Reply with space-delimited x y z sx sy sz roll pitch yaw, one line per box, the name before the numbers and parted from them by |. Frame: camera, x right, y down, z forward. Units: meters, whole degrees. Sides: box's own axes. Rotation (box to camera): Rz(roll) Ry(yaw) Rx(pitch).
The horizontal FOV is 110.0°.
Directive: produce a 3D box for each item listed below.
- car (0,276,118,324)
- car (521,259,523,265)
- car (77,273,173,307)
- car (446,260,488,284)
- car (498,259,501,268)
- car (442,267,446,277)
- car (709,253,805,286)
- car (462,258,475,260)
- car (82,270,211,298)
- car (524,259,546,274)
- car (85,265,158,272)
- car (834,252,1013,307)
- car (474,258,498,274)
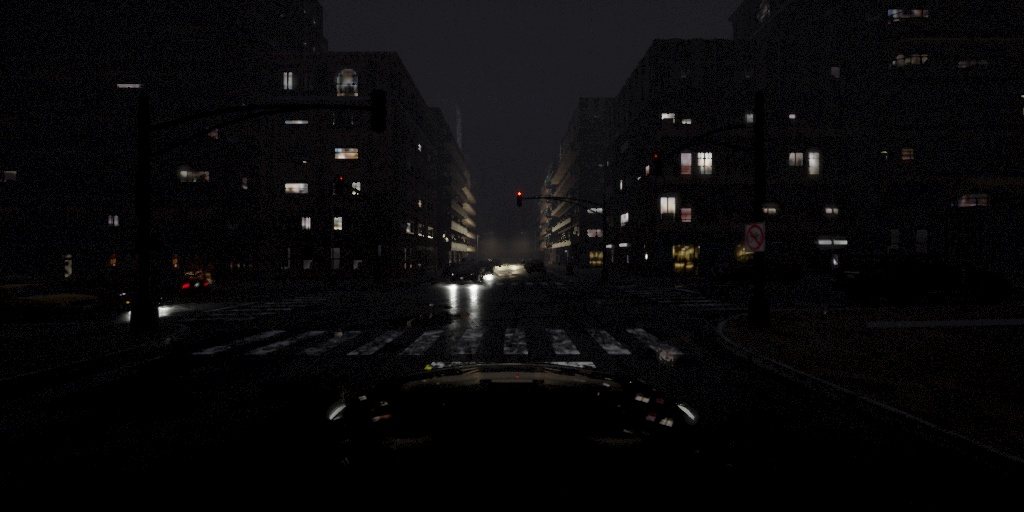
car | -17.608 1.585 12.855 4.829 1.417 1.751 0 0 0
car | 2.807 1.348 57.870 1.802 1.307 4.207 0 0 0
car | -17.791 1.618 15.447 4.181 1.385 1.994 -1 0 0
car | -3.315 1.279 27.372 1.812 1.442 4.674 0 0 5
car | -2.911 1.248 63.861 1.882 1.535 5.008 0 0 1
car | -5.621 1.322 35.155 1.948 1.339 4.313 0 0 0
car | 14.616 0.759 21.449 5.009 1.841 2.192 0 0 0
car | -5.609 1.283 40.668 1.751 1.417 4.829 0 0 0
car | -19.003 1.617 18.729 5.357 1.411 2.033 -1 0 -2
car | 2.771 1.198 40.822 1.967 1.591 4.097 0 0 0
car | -23.559 1.462 21.163 5.009 1.841 2.192 0 0 0
car | 14.733 0.775 13.069 5.009 1.841 2.192 0 0 0
car | -3.017 1.249 40.974 2.128 1.511 4.902 0 0 0
